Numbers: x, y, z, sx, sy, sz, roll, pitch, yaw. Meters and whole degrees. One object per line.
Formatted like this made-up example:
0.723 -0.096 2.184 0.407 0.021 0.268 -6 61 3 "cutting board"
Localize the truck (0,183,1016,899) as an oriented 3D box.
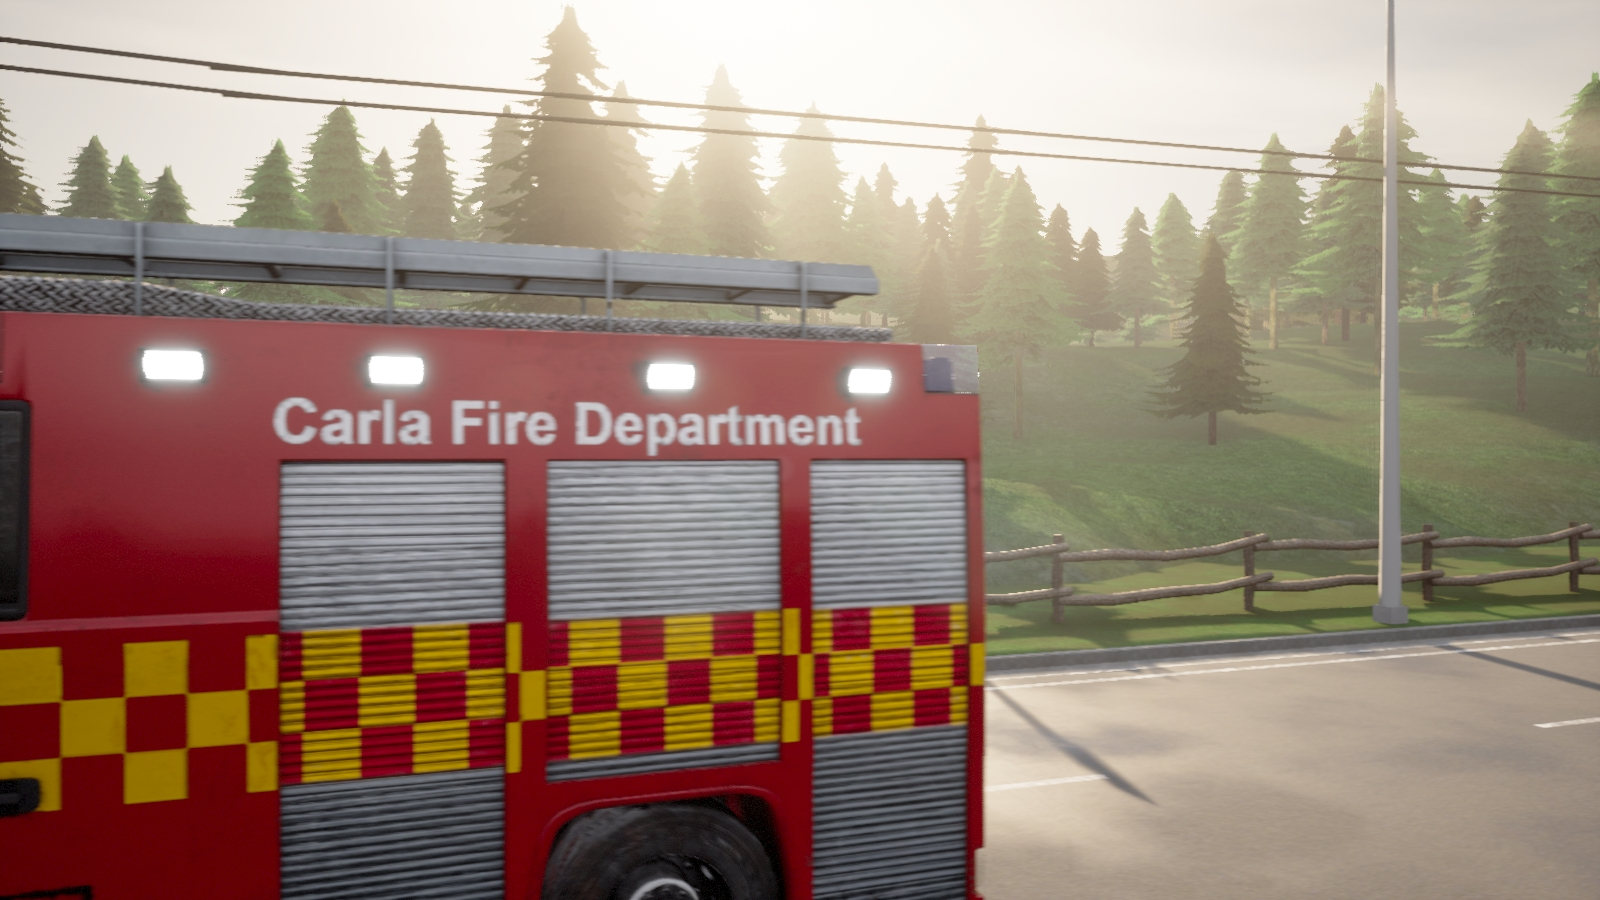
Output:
-3.360 0.890 5.809 8.468 3.827 2.891 0 0 -20 "truck"
